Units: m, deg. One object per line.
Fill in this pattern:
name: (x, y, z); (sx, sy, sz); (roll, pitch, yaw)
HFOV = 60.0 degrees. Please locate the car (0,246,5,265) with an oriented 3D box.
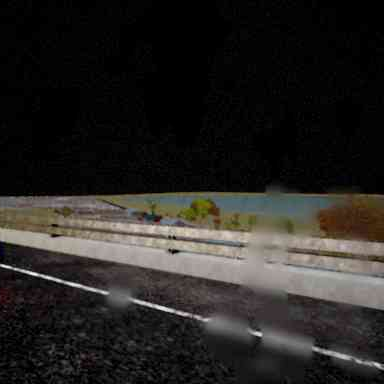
car: (-7.220, 1.611, 9.200); (4.718, 1.301, 1.895); (0, 0, 36)
